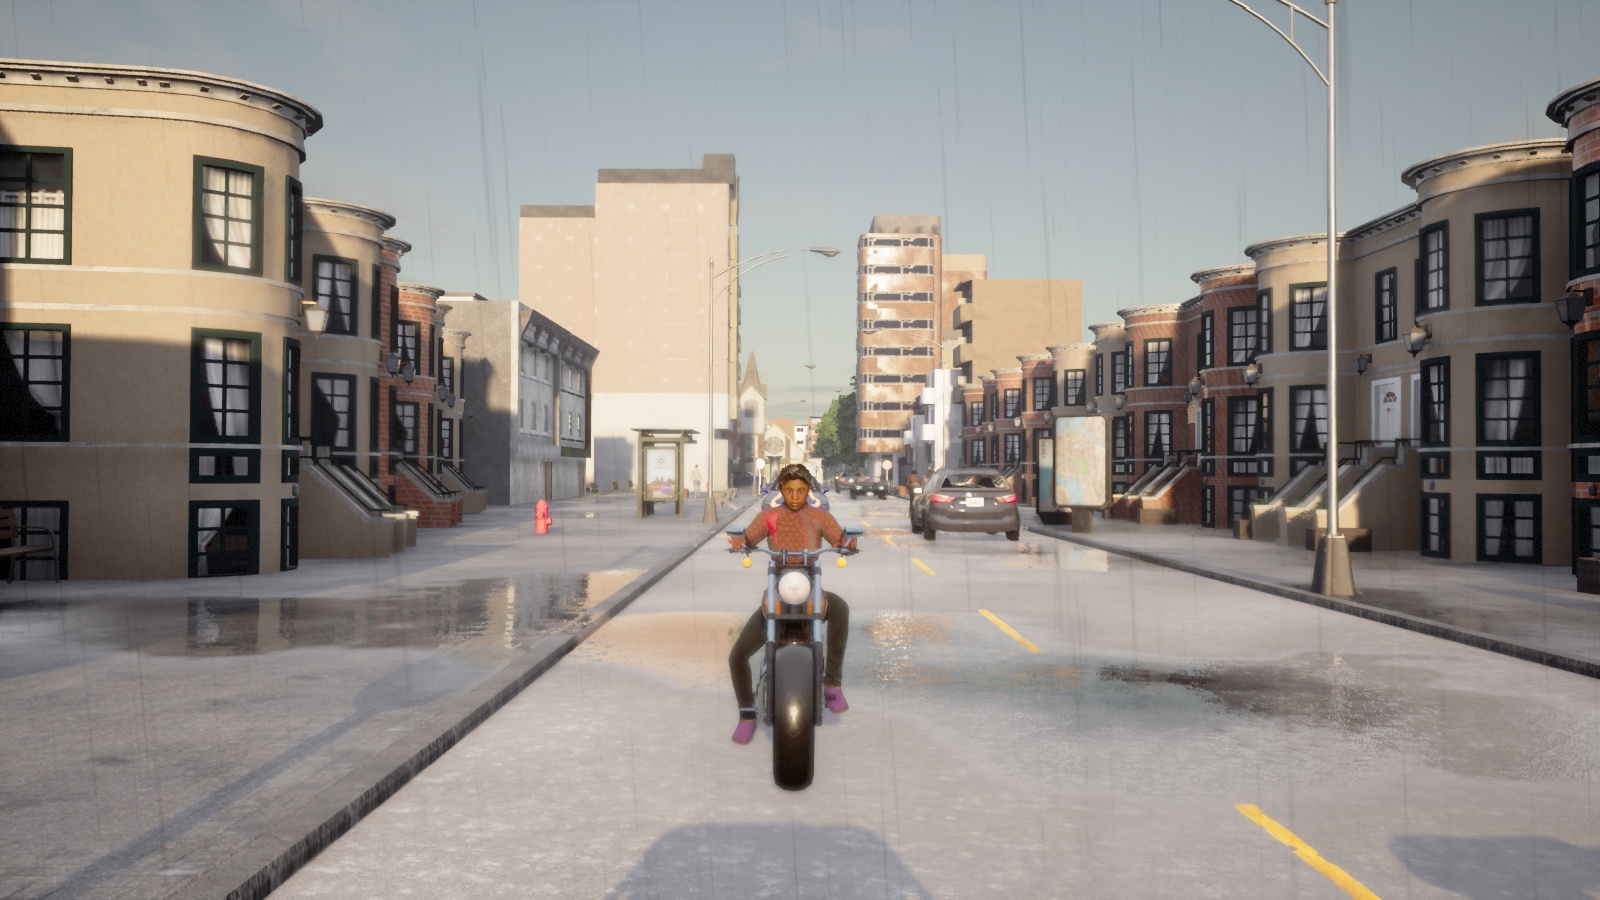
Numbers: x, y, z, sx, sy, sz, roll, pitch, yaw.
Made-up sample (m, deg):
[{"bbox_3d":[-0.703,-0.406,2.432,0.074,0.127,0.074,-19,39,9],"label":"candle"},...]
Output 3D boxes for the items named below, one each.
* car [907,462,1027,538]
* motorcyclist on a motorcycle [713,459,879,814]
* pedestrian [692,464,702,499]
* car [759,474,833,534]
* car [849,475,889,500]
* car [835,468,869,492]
[{"bbox_3d":[3.902,1.149,30.179,2.242,1.667,4.611,0,-1,0],"label":"car"},{"bbox_3d":[-0.025,0.883,7.031,0.766,1.649,2.350,0,-1,0],"label":"motorcyclist on a motorcycle"},{"bbox_3d":[-5.316,1.635,65.062,0.354,1.836,0.706,0,-1,10],"label":"pedestrian"},{"bbox_3d":[-0.108,1.386,33.263,1.816,1.474,4.193,0,-1,0],"label":"car"},{"bbox_3d":[3.768,2.064,69.462,1.895,1.301,4.718,0,-1,0],"label":"car"},{"bbox_3d":[3.668,2.147,89.726,2.242,1.667,4.611,0,-1,0],"label":"car"}]
